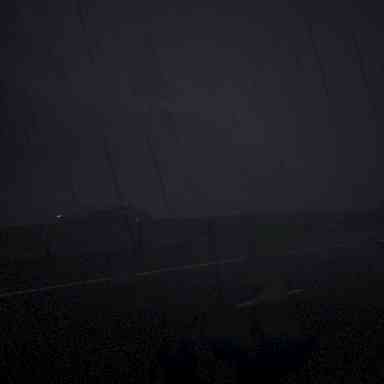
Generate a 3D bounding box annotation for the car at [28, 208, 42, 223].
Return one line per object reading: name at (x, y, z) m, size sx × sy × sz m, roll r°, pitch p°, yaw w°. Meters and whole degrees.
car at (-10.311, 1.597, 26.485) m, size 4.902 × 1.511 × 2.128 m, roll 0°, pitch 0°, yaw -33°

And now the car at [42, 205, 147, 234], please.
car at (-5.035, 1.597, 17.401) m, size 4.674 × 1.442 × 1.812 m, roll 0°, pitch 0°, yaw -33°

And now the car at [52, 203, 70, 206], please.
car at (-7.672, 1.623, 24.039) m, size 4.674 × 1.442 × 1.812 m, roll 0°, pitch 0°, yaw -33°

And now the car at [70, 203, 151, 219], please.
car at (-5.049, 1.594, 21.568) m, size 4.892 × 1.490 × 1.837 m, roll 0°, pitch 0°, yaw -33°
